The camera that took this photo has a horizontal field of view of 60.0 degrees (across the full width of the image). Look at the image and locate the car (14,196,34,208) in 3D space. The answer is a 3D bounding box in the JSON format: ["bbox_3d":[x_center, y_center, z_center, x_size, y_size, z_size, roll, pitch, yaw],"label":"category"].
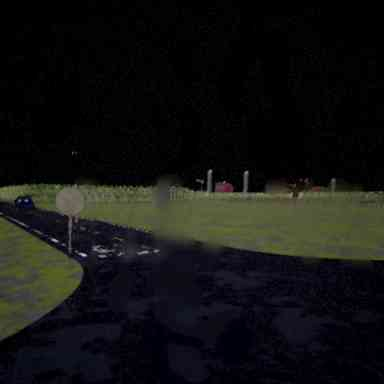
[{"bbox_3d":[-24.233,1.294,47.951,2.097,1.767,4.553,2,-1,-35],"label":"car"}]
